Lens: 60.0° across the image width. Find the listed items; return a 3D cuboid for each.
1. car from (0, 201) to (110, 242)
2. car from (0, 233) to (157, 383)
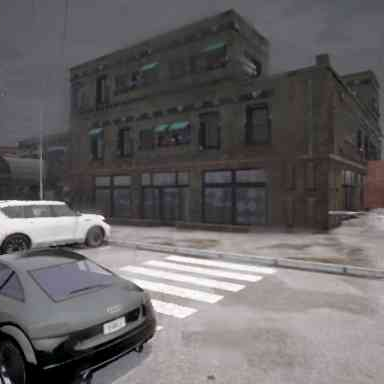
[{"bbox_3d":[-5.933,1.352,13.231,2.435,2.045,5.566,-1,0,36],"label":"car"},{"bbox_3d":[-2.571,1.615,5.215,4.181,1.385,1.994,-1,0,36],"label":"car"}]
